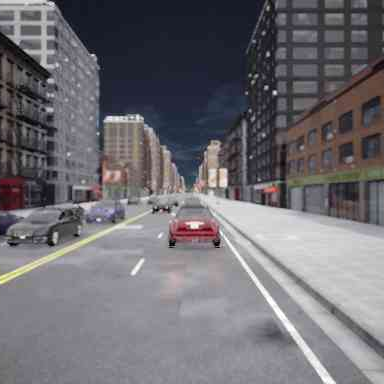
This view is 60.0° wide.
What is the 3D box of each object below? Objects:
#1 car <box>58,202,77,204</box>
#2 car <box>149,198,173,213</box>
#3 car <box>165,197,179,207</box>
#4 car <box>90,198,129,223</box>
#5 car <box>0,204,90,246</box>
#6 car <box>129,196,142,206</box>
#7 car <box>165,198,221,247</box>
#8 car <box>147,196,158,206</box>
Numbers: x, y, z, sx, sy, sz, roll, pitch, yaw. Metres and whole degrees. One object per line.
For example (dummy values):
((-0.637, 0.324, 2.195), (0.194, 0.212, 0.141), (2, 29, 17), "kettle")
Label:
((-9.750, 1.528, 25.817), (1.812, 1.442, 4.674), (0, 0, 0), "car")
((-3.150, 1.604, 36.088), (1.895, 1.301, 4.718), (0, 0, 0), "car")
((-3.158, 1.568, 53.212), (1.994, 1.385, 4.181), (0, 0, 1), "car")
((-6.500, 1.354, 25.430), (2.097, 1.767, 4.553), (0, 0, 0), "car")
((-6.530, 1.507, 15.282), (1.837, 1.490, 4.892), (0, 0, 1), "car")
((-9.752, 1.526, 56.646), (1.837, 1.490, 4.892), (0, 0, 0), "car")
((0.100, 1.355, 15.122), (2.097, 1.767, 4.553), (0, 0, 0), "car")
((-6.502, 1.526, 56.647), (1.837, 1.490, 4.892), (0, 0, 0), "car")
